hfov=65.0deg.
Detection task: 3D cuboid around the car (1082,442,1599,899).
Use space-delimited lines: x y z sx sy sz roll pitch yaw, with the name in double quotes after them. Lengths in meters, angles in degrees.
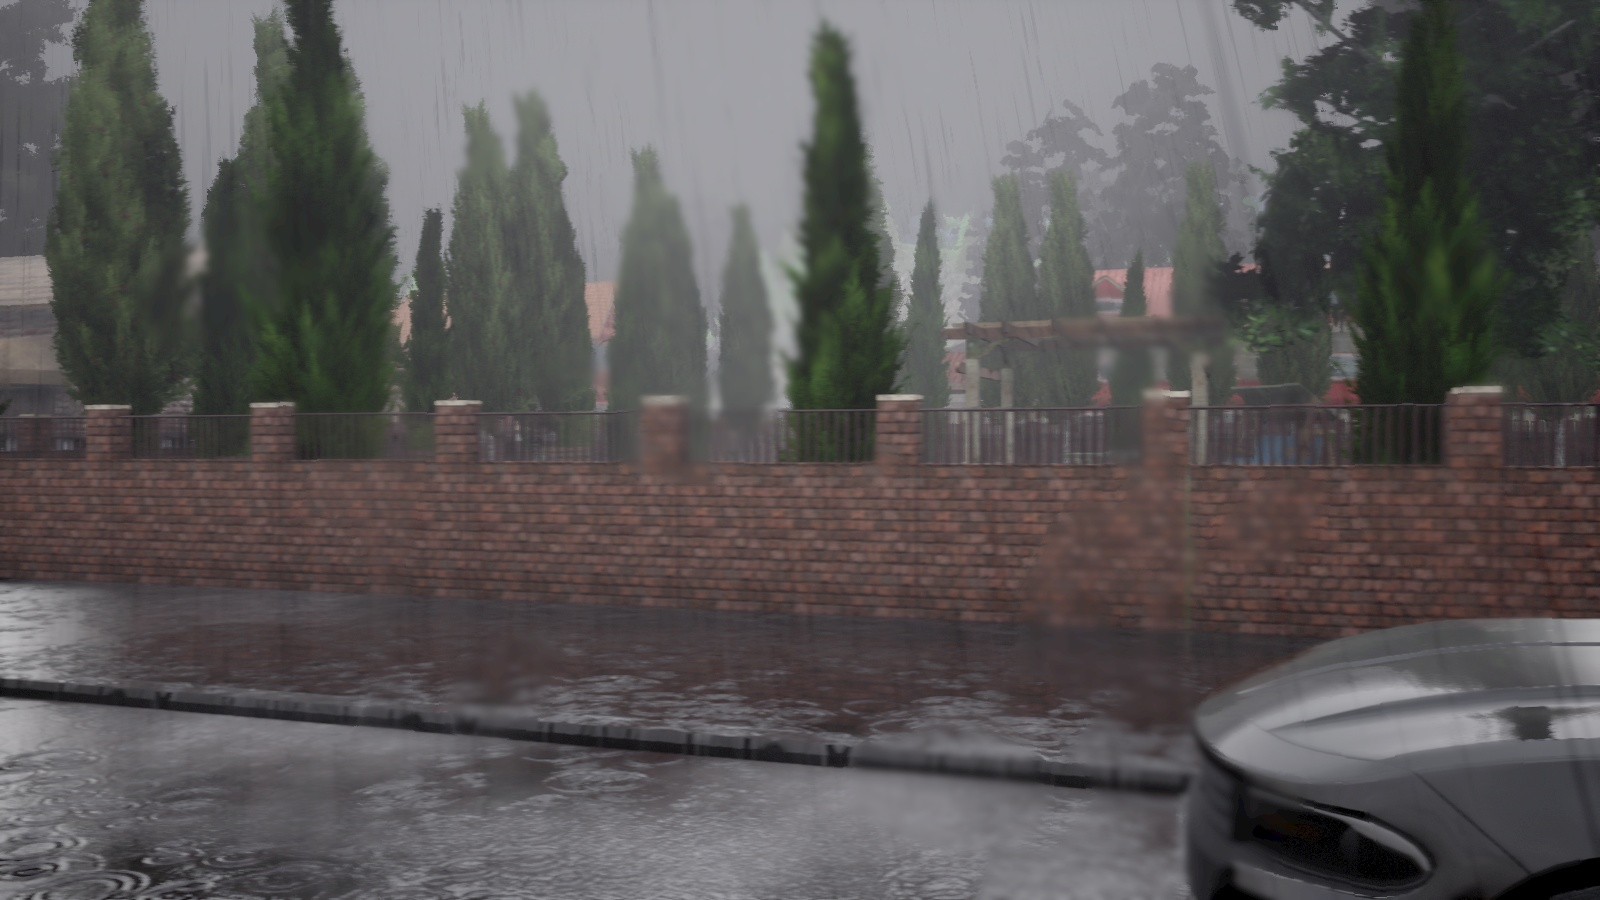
3.243 0.774 2.630 5.008 1.535 1.882 1 1 19 "car"
